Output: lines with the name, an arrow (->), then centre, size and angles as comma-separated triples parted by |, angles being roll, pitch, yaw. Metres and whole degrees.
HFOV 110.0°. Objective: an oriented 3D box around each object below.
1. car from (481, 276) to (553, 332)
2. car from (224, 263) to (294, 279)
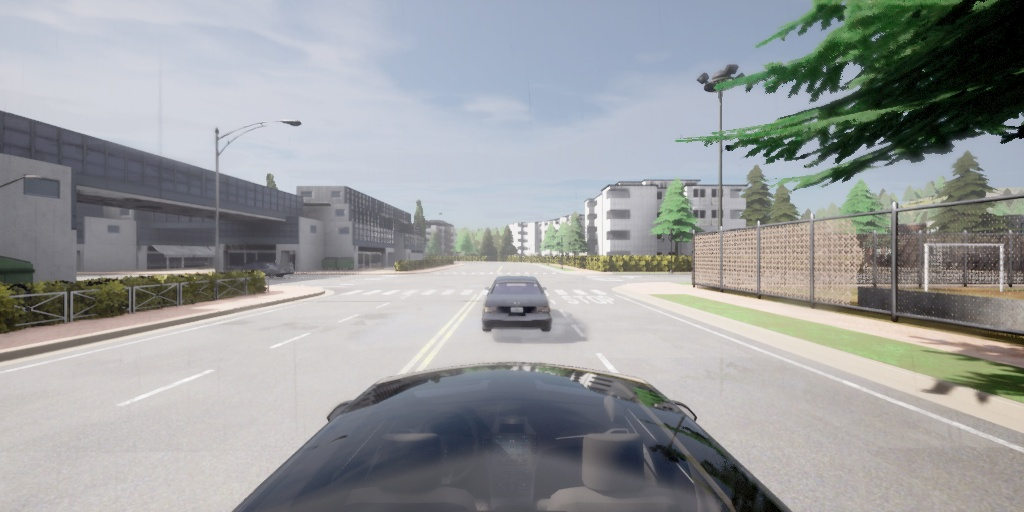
car -> 0.123, 1.297, 10.832 | 2.033, 1.411, 5.357 | 0, 0, 0
car -> -22.446, 1.297, 31.885 | 5.357, 1.411, 2.033 | 0, 0, -1
